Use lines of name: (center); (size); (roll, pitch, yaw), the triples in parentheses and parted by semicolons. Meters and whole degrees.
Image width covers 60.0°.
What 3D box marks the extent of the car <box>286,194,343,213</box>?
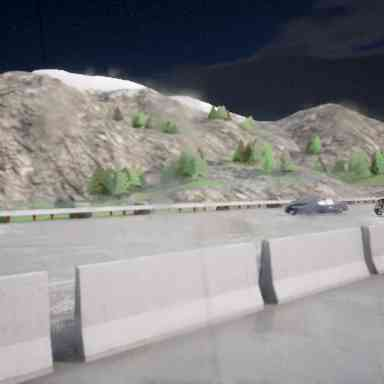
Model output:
car: (11.249, 0.978, 30.575); (4.902, 1.511, 2.128); (-1, 1, -26)

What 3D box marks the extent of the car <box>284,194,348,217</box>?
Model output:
car: (9.776, 1.108, 25.966); (5.357, 1.411, 2.033); (-1, 1, -27)

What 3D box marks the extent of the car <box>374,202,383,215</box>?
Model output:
car: (15.837, 1.018, 25.053); (4.674, 1.442, 1.812); (-1, 1, -25)
